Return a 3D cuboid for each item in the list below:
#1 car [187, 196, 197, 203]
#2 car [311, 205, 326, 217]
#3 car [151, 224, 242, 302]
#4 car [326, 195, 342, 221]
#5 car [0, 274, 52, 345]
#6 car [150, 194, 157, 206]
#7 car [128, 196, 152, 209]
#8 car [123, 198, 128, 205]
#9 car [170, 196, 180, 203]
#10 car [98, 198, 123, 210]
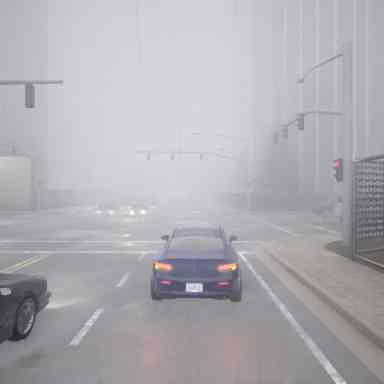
[{"bbox_3d":[0.020,1.547,66.914,2.033,1.411,5.357,0,0,0],"label":"car"},{"bbox_3d":[13.275,1.422,29.741,5.008,1.535,1.882,0,0,0],"label":"car"},{"bbox_3d":[0.160,1.526,8.182,1.812,1.442,4.674,0,0,3],"label":"car"},{"bbox_3d":[12.444,1.166,22.464,5.566,2.045,2.150,0,0,-1],"label":"car"},{"bbox_3d":[-3.443,1.547,3.464,2.033,1.411,5.357,0,0,1],"label":"car"},{"bbox_3d":[-7.066,1.492,55.985,2.128,1.511,4.902,0,0,0],"label":"car"},{"bbox_3d":[-7.085,1.601,45.501,1.895,1.301,4.718,0,0,0],"label":"car"},{"bbox_3d":[-10.569,1.600,55.345,1.895,1.301,4.718,0,0,0],"label":"car"},{"bbox_3d":[-3.480,1.547,66.915,2.033,1.411,5.357,0,0,0],"label":"car"},{"bbox_3d":[-10.587,1.526,42.693,1.812,1.442,4.674,0,0,0],"label":"car"}]
